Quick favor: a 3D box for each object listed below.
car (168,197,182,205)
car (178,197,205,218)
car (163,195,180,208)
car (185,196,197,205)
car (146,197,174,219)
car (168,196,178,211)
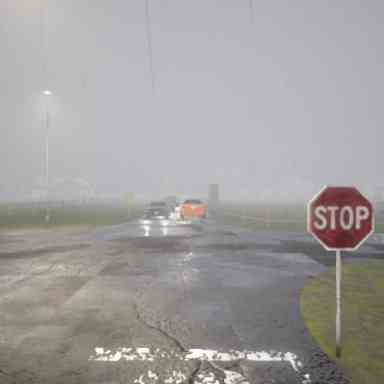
[{"bbox_3d":[-2.936,1.537,58.643,2.033,1.411,5.357,0,0,0],"label":"car"},{"bbox_3d":[0.057,1.352,29.741,2.097,1.767,4.553,0,0,-1],"label":"car"},{"bbox_3d":[-2.917,1.347,48.445,2.097,1.767,4.553,0,0,0],"label":"car"},{"bbox_3d":[-0.130,1.536,60.913,2.033,1.411,5.357,0,0,0],"label":"car"},{"bbox_3d":[-2.882,1.505,29.304,1.837,1.490,4.892,0,0,0],"label":"car"},{"bbox_3d":[-2.906,1.490,38.434,2.128,1.511,4.902,0,0,0],"label":"car"}]
